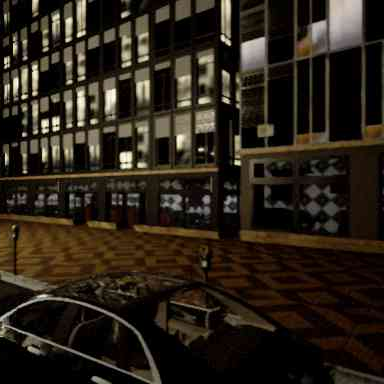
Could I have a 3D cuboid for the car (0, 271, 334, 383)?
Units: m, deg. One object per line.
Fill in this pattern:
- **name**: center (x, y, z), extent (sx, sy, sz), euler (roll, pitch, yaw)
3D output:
- **car**: center (-0.882, 1.552, 3.503), extent (4.403, 1.369, 2.008), euler (0, 0, 36)
